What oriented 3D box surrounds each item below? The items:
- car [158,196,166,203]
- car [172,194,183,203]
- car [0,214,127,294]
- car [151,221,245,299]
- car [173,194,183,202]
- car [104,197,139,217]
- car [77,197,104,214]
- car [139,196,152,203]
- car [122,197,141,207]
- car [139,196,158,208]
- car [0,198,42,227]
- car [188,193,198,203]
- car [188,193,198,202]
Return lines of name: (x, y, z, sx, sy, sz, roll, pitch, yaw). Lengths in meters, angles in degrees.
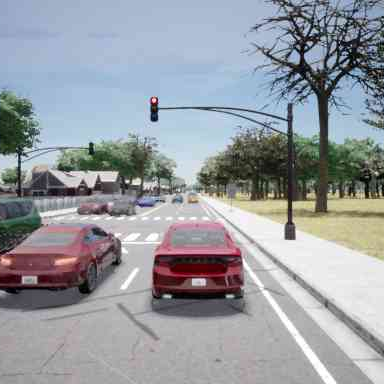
car: (-6.345, 1.520, 67.331, 2.033, 1.411, 5.357, 0, 0, 0)
car: (-2.990, 1.499, 66.321, 1.812, 1.442, 4.674, 0, 0, 0)
car: (-3.130, 1.525, 8.697, 1.812, 1.442, 4.674, 0, 0, 0)
car: (0.118, 1.477, 8.486, 1.882, 1.535, 5.008, 0, 0, 0)
car: (-3.068, 1.320, 76.287, 2.097, 1.767, 4.553, 0, 0, 0)
car: (-6.526, 1.500, 31.381, 1.837, 1.490, 4.892, 0, 0, 0)
car: (-9.772, 1.347, 33.140, 2.097, 1.767, 4.553, 0, 0, 0)
car: (-9.585, 1.497, 69.373, 2.033, 1.411, 5.357, 0, 0, 0)
car: (-9.713, 1.532, 53.676, 2.033, 1.411, 5.357, 0, 0, 0)
car: (-6.483, 1.466, 48.028, 1.882, 1.535, 5.008, 0, 0, 0)
car: (-6.576, 1.222, 10.118, 2.150, 2.045, 5.566, 0, 0, 0)
car: (0.255, 1.452, 65.914, 1.882, 1.535, 5.008, 0, 0, 0)
car: (0.182, 1.190, 76.315, 2.150, 2.045, 5.566, 0, 0, 0)
